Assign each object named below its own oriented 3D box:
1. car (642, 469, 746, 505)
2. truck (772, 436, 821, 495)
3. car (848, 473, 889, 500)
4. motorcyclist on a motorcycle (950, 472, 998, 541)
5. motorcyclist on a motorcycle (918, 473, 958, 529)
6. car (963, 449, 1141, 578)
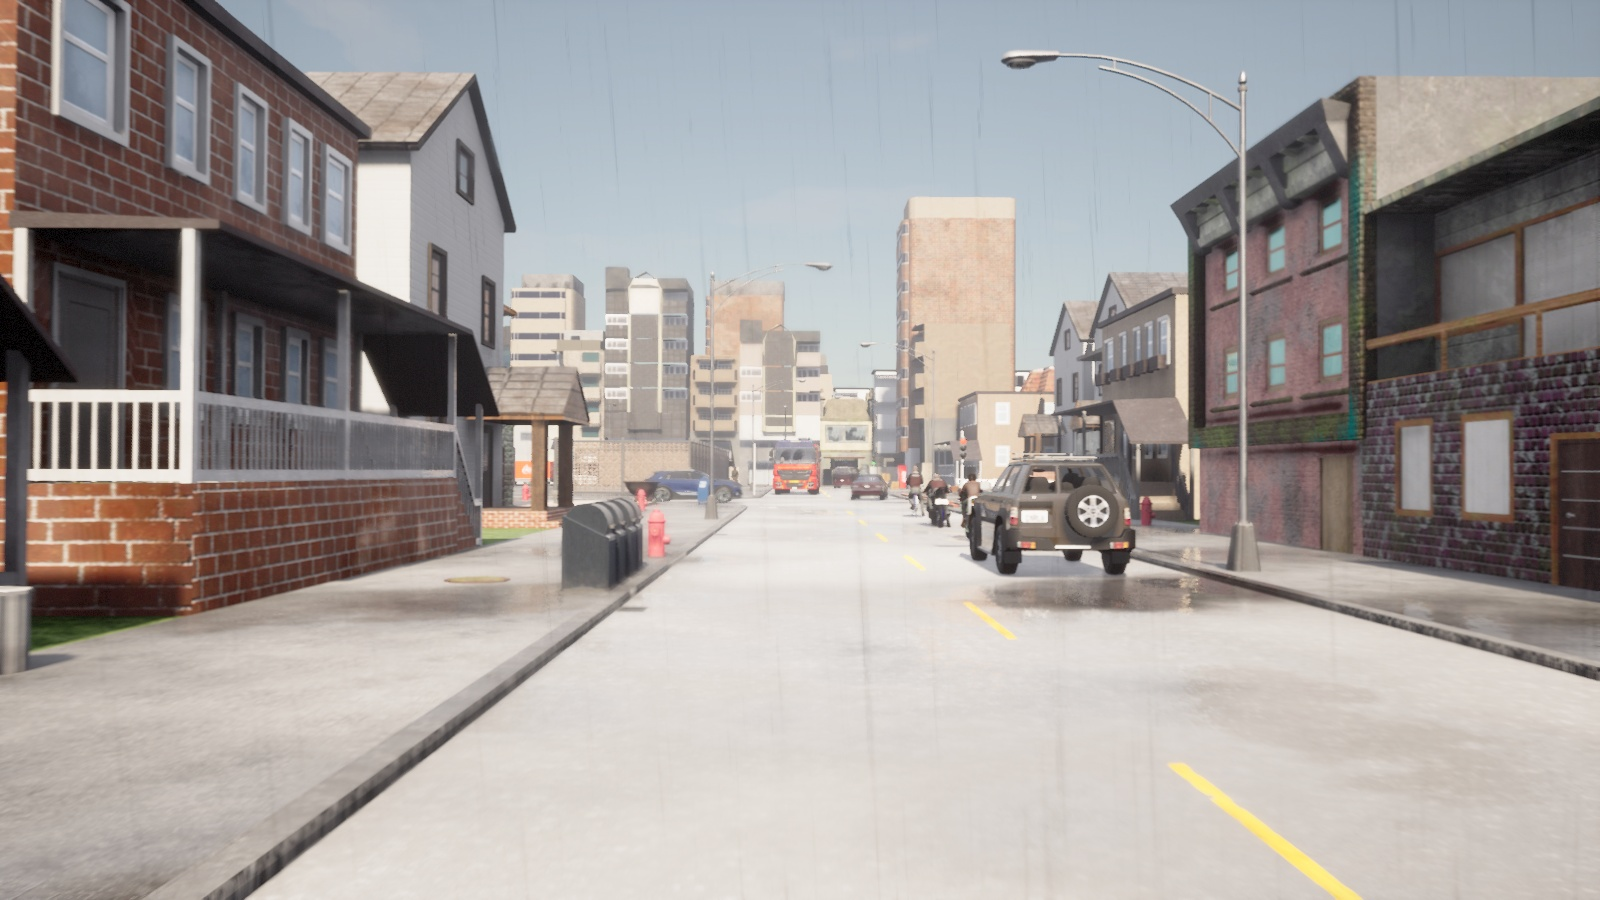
[{"bbox_3d":[-5.073,1.777,60.545,4.856,1.649,2.033,-1,-1,-2],"label":"car"},{"bbox_3d":[-0.146,1.074,85.335,2.891,3.827,8.468,0,-1,3],"label":"truck"},{"bbox_3d":[3.860,2.008,69.582,2.033,1.411,5.357,0,-1,6],"label":"car"},{"bbox_3d":[3.926,1.257,28.539,0.797,1.523,2.044,0,-1,0],"label":"motorcyclist on a motorcycle"},{"bbox_3d":[3.907,1.430,35.732,0.866,1.530,2.191,0,-1,0],"label":"motorcyclist on a motorcycle"},{"bbox_3d":[3.947,0.957,20.459,1.932,1.855,4.605,0,-1,0],"label":"car"}]
